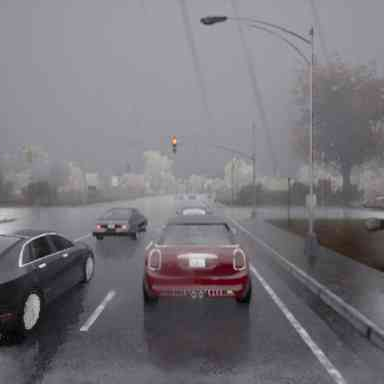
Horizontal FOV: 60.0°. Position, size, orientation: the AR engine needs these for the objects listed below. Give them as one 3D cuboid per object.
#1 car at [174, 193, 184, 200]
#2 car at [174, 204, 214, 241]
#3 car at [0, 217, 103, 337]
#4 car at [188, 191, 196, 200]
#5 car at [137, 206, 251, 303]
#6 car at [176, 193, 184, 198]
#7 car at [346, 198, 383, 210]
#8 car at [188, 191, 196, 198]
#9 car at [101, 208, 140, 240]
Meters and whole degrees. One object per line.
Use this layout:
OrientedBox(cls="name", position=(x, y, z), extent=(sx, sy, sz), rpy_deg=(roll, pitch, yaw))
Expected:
OrientedBox(cls="car", position=(-3.479, 1.233, 85.507), extent=(1.994, 1.385, 4.181), rpy_deg=(0, 0, 0))
OrientedBox(cls="car", position=(0.103, 1.462, 17.308), extent=(1.812, 1.442, 4.674), rpy_deg=(0, 0, 0))
OrientedBox(cls="car", position=(-3.399, 1.480, 6.568), extent=(1.837, 1.490, 4.892), rpy_deg=(0, 0, 0))
OrientedBox(cls="car", position=(0.021, 1.205, 85.540), extent=(1.812, 1.442, 4.674), rpy_deg=(0, 0, 0))
OrientedBox(cls="car", position=(0.100, 1.321, 8.263), extent=(2.097, 1.767, 4.553), rpy_deg=(0, 0, 0))
OrientedBox(cls="car", position=(-3.437, 1.054, 95.533), extent=(1.994, 1.385, 4.181), rpy_deg=(0, 0, 1))
OrientedBox(cls="car", position=(21.395, 1.396, 39.725), extent=(5.357, 1.411, 2.033), rpy_deg=(0, 0, 3))
OrientedBox(cls="car", position=(0.064, 0.727, 95.539), extent=(2.150, 2.045, 5.566), rpy_deg=(0, 0, 1))
OrientedBox(cls="car", position=(-3.399, 1.487, 16.511), extent=(2.033, 1.411, 5.357), rpy_deg=(0, 0, 0))
